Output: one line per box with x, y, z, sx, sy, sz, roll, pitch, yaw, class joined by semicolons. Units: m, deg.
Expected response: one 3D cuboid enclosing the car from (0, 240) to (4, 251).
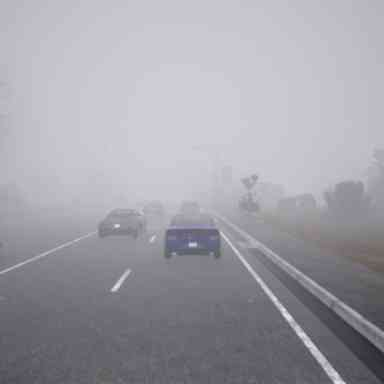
-7.150;1.547;8.675;2.033;1.411;5.357;0;0;0;car

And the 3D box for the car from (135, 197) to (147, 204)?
-7.612;1.518;51.302;1.812;1.442;4.674;0;0;-1;car

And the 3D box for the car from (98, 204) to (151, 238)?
-3.553;1.560;17.673;1.994;1.385;4.181;0;0;-1;car

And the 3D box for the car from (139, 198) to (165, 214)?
-3.760;1.556;33.203;1.994;1.385;4.181;0;0;-1;car

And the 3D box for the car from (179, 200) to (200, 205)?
-0.254;1.482;32.810;2.128;1.511;4.902;0;0;-1;car

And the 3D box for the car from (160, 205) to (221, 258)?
0.004;1.474;12.745;1.882;1.535;5.008;0;0;-1;car
